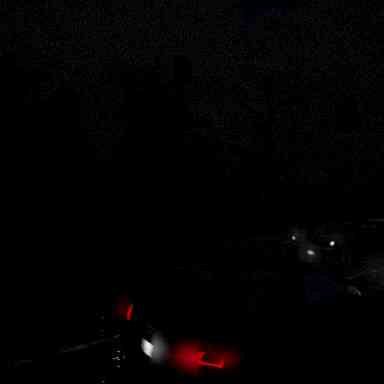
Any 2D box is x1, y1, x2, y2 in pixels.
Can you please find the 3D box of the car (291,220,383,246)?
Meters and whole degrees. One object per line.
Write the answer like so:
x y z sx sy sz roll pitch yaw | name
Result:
5.729 1.715 12.267 4.718 1.301 1.895 1 0 -35 | car

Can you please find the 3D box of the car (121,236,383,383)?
1.182 1.598 4.589 4.181 1.385 1.994 1 0 -36 | car
